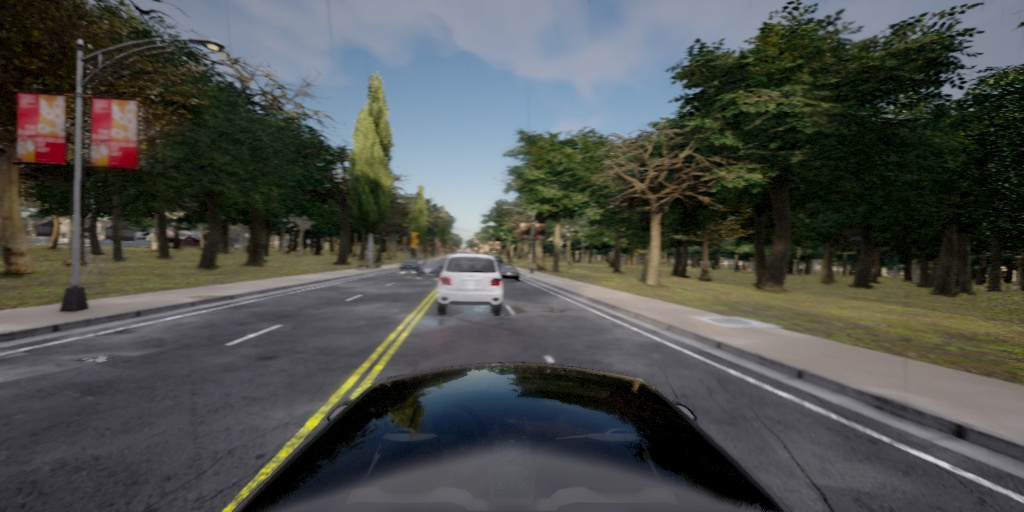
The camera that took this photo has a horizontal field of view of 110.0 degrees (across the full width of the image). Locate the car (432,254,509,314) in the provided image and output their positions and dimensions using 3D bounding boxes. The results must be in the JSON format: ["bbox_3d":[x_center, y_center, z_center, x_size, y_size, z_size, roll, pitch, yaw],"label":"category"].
[{"bbox_3d":[-1.605,0.953,13.779,2.150,2.045,5.566,2,0,-7],"label":"car"}]

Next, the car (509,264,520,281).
[{"bbox_3d":[-0.507,1.379,31.122,1.994,1.385,4.181,2,0,-7],"label":"car"}]

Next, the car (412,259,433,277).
[{"bbox_3d":[-7.435,1.097,32.723,2.128,1.511,4.902,2,0,-7],"label":"car"}]

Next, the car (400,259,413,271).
[{"bbox_3d":[-11.906,1.061,42.428,1.994,1.385,4.181,2,0,-7],"label":"car"}]
